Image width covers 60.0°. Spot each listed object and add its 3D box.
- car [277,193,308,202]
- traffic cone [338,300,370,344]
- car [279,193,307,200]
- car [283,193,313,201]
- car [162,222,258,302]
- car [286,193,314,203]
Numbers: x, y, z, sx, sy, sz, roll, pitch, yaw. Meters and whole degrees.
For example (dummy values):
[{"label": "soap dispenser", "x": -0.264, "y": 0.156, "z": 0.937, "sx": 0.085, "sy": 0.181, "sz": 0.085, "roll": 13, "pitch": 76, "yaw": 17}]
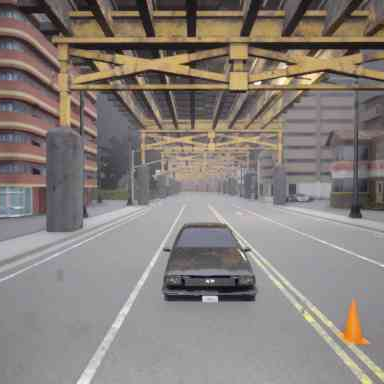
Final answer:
[{"label": "car", "x": 17.806, "y": 0.960, "z": 58.938, "sx": 4.974, "sy": 1.542, "sz": 2.038, "roll": 0, "pitch": 1, "yaw": 25}, {"label": "traffic cone", "x": 2.453, "y": 1.949, "z": 5.059, "sx": 0.340, "sy": 0.580, "sz": 0.340, "roll": 0, "pitch": 0, "yaw": 0}, {"label": "car", "x": 17.853, "y": 0.803, "z": 58.915, "sx": 4.536, "sy": 1.218, "sz": 1.853, "roll": 0, "pitch": 1, "yaw": 25}, {"label": "car", "x": 17.507, "y": 0.850, "z": 54.797, "sx": 4.536, "sy": 1.218, "sz": 1.853, "roll": 0, "pitch": 1, "yaw": -20}, {"label": "car", "x": 0.360, "y": 1.534, "z": 8.666, "sx": 2.033, "sy": 1.411, "sz": 5.357, "roll": 0, "pitch": 0, "yaw": 1}, {"label": "car", "x": 17.458, "y": 1.008, "z": 54.781, "sx": 4.974, "sy": 1.542, "sz": 2.038, "roll": 0, "pitch": 1, "yaw": -20}]
